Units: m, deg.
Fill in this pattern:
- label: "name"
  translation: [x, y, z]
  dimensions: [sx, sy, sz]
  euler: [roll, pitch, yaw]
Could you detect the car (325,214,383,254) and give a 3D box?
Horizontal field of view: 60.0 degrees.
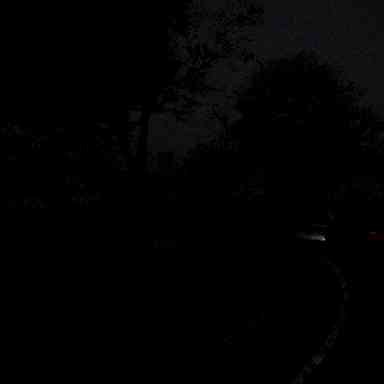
- label: "car"
  translation: [7.053, 1.598, 13.607]
  dimensions: [1.994, 1.385, 4.181]
  euler: [0, 0, 1]
